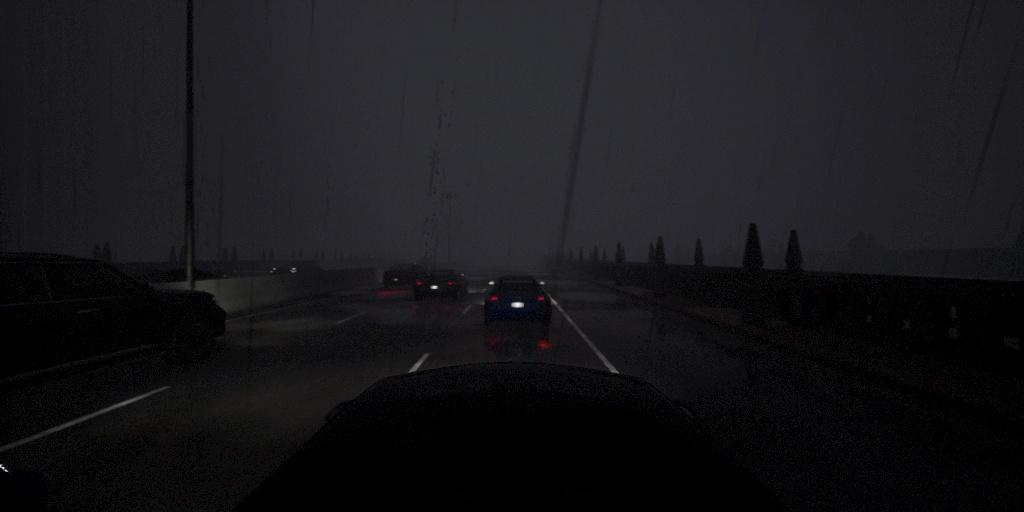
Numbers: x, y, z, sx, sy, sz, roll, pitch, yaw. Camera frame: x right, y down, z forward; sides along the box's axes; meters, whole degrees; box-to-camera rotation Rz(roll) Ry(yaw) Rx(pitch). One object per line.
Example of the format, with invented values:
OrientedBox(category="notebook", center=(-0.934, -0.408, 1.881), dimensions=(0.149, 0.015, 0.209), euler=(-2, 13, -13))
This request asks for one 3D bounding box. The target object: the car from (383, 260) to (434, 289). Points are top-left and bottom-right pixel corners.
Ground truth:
OrientedBox(category="car", center=(-6.756, 1.220, 23.375), dimensions=(1.882, 1.535, 5.008), euler=(0, 0, 0))

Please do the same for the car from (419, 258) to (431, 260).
OrientedBox(category="car", center=(-13.674, 1.090, 56.044), dimensions=(2.097, 1.767, 4.553), euler=(0, 0, 1))

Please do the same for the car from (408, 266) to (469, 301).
OrientedBox(category="car", center=(-3.298, 1.310, 17.312), dimensions=(1.994, 1.385, 4.181), euler=(0, 0, 0))

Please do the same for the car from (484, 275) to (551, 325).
OrientedBox(category="car", center=(0.166, 1.313, 11.854), dimensions=(1.994, 1.385, 4.181), euler=(0, 0, 0))

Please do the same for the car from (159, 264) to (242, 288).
OrientedBox(category="car", center=(-20.947, 1.293, 24.377), dimensions=(1.994, 1.385, 4.181), euler=(0, 0, 0))

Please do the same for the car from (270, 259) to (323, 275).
OrientedBox(category="car", center=(-17.410, 1.084, 29.196), dimensions=(2.097, 1.767, 4.553), euler=(0, 0, 0))

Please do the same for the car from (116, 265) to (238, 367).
OrientedBox(category="car", center=(-6.875, 0.965, 4.859), dimensions=(2.150, 2.045, 5.566), euler=(0, 0, 0))
